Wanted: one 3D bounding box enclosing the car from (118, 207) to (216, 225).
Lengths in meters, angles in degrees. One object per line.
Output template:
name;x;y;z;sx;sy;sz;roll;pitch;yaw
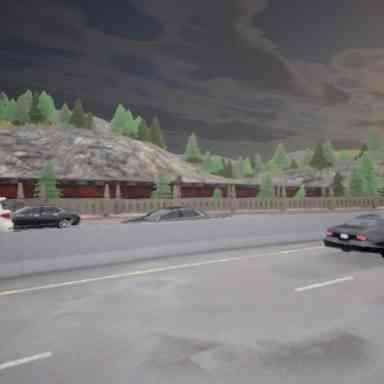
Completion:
car;-1.074;1.473;15.602;4.892;1.490;1.837;0;0;-31

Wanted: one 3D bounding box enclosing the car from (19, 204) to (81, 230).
car;-8.884;1.488;18.897;4.892;1.490;1.837;0;0;-33

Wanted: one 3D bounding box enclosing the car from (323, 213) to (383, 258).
car;7.234;1.492;12.142;5.357;1.411;2.033;0;0;-28

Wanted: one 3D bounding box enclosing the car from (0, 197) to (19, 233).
car;-10.471;1.219;13.621;5.566;2.045;2.150;0;0;-35
